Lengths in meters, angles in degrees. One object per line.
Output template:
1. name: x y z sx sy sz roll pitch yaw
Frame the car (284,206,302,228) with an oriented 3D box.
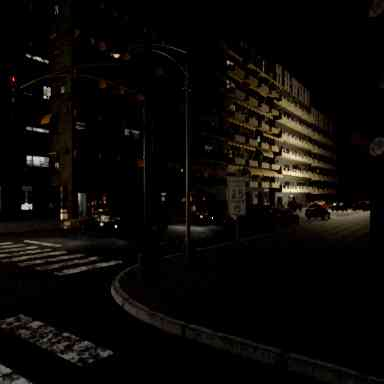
1. car: 7.228 2.043 26.669 1.887 1.381 4.507 -1 -2 35

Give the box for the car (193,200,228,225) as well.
1. car: 2.342 1.728 29.707 2.150 2.045 5.566 0 -1 34

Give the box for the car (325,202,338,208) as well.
1. car: 32.752 3.067 77.844 1.887 1.381 4.507 -1 -2 35

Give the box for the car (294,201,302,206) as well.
1. car: 16.548 2.340 54.625 2.192 1.841 5.009 -1 -2 35

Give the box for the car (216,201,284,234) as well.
1. car: 3.987 1.711 22.030 2.192 1.841 5.009 -1 -2 35

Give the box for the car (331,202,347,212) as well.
1. car: 25.273 2.626 56.992 2.128 1.511 4.902 0 -1 35

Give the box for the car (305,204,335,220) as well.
1. car: 13.709 2.284 35.957 1.802 1.307 4.206 -1 -2 35

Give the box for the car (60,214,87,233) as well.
1. car: -6.231 1.834 21.965 1.752 1.417 4.829 -1 -2 35

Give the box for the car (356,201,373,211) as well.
1. car: 33.150 2.621 63.834 2.192 1.841 5.009 -1 -2 35

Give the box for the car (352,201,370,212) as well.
1. car: 29.909 2.522 59.188 2.192 1.841 5.009 -1 -2 35

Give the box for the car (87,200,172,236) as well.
1. car: -3.566 1.541 21.237 2.150 2.045 5.566 0 -1 35

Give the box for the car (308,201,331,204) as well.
1. car: 17.076 2.382 45.231 1.837 1.490 4.892 0 -1 35

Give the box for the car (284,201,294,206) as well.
1. car: 13.211 2.446 49.835 1.752 1.417 4.829 -1 -2 35

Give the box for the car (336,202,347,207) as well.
1. car: 39.235 3.282 87.135 1.947 1.339 4.313 -1 -2 35

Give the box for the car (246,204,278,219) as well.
1. car: 8.068 2.191 37.889 1.837 1.490 4.892 0 -1 35
